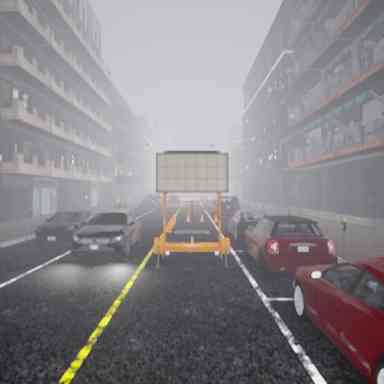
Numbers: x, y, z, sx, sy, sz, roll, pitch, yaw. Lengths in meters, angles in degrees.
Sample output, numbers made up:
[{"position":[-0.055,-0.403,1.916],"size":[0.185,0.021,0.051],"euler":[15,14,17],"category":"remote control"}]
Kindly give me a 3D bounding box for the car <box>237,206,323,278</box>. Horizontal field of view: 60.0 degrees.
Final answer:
[{"position":[2.697,1.403,10.002],"size":[1.967,1.590,4.097],"euler":[0,0,0],"category":"car"}]

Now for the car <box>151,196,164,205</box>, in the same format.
[{"position":[-5.666,1.370,55.101],"size":[1.802,1.307,4.206],"euler":[0,0,0],"category":"car"}]

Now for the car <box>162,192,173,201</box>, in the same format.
[{"position":[-5.654,1.011,77.645],"size":[2.192,1.841,5.009],"euler":[0,0,0],"category":"car"}]

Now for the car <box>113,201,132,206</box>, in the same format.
[{"position":[-5.677,1.425,26.747],"size":[1.752,1.417,4.829],"euler":[0,0,0],"category":"car"}]

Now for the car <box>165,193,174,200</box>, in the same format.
[{"position":[-5.653,1.113,83.281],"size":[1.967,1.590,4.097],"euler":[0,0,0],"category":"car"}]

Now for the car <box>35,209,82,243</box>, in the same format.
[{"position":[-5.682,1.508,15.644],"size":[1.947,1.339,4.313],"euler":[0,0,0],"category":"car"}]

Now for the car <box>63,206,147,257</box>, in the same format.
[{"position":[-3.093,1.478,12.849],"size":[1.812,1.442,4.674],"euler":[0,0,0],"category":"car"}]

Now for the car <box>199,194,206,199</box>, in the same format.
[{"position":[2.730,1.194,88.910],"size":[1.887,1.381,4.507],"euler":[0,0,0],"category":"car"}]

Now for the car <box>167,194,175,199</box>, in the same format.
[{"position":[-5.650,1.194,88.918],"size":[1.887,1.381,4.507],"euler":[0,0,0],"category":"car"}]

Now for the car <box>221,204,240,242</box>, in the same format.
[{"position":[2.699,1.493,15.637],"size":[2.008,1.369,4.403],"euler":[0,0,0],"category":"car"}]

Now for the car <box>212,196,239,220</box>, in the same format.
[{"position":[2.705,1.215,26.910],"size":[2.192,1.841,5.009],"euler":[0,0,0],"category":"car"}]

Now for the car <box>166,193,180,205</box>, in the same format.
[{"position":[-3.056,1.143,54.483],"size":[2.097,1.767,4.553],"euler":[0,0,0],"category":"car"}]

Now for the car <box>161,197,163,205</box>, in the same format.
[{"position":[-5.666,1.126,49.463],"size":[2.192,1.841,5.009],"euler":[0,0,0],"category":"car"}]

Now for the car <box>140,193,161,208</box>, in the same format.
[{"position":[-5.670,1.273,43.827],"size":[1.967,1.590,4.097],"euler":[0,0,0],"category":"car"}]

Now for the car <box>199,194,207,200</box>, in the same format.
[{"position":[2.725,1.221,77.808],"size":[1.752,1.417,4.829],"euler":[0,0,0],"category":"car"}]

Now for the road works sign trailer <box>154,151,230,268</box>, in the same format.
[{"position":[0.006,0.423,11.132],"size":[2.380,3.560,2.880],"euler":[0,0,0],"category":"road works sign trailer"}]

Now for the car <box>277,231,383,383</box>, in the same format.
[{"position":[2.694,1.529,4.365],"size":[1.887,1.381,4.507],"euler":[0,0,0],"category":"car"}]
